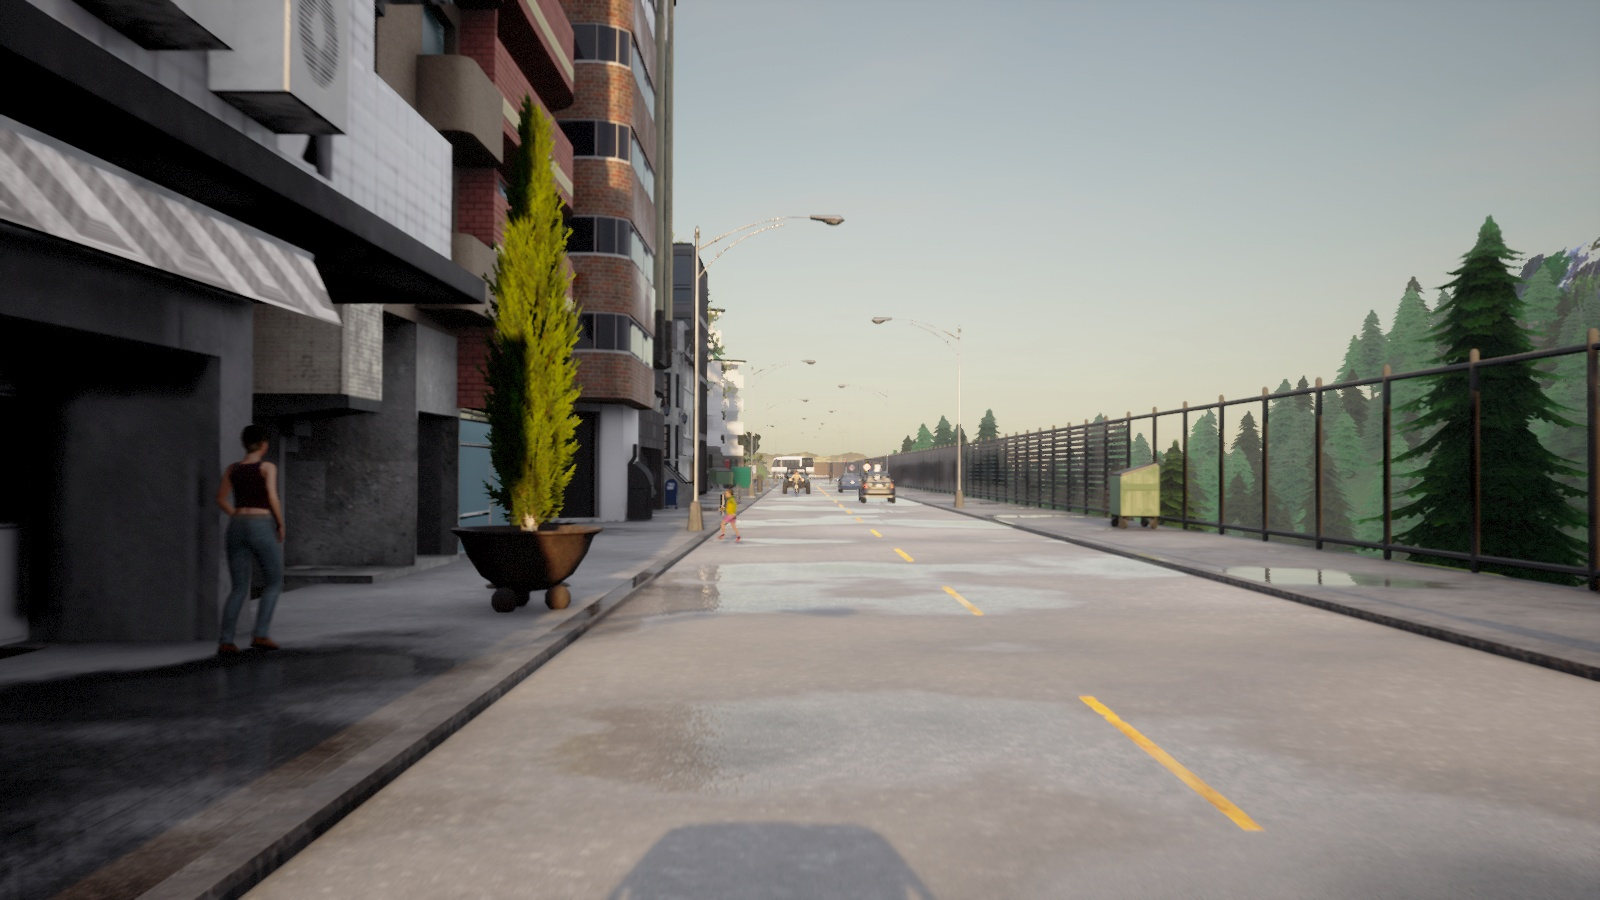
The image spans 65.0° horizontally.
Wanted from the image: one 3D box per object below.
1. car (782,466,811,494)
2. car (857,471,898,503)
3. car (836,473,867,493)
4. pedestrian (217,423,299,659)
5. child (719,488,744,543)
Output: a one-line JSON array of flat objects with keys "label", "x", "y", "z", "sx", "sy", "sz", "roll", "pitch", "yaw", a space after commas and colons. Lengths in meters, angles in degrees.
[{"label": "car", "x": -0.219, "y": 2.042, "z": 85.438, "sx": 1.905, "sy": 1.878, "sz": 3.866, "roll": 0, "pitch": -1, "yaw": 0}, {"label": "car", "x": 3.838, "y": 1.831, "z": 62.889, "sx": 1.789, "sy": 1.549, "sz": 3.705, "roll": 0, "pitch": -1, "yaw": 0}, {"label": "car", "x": 3.763, "y": 2.396, "z": 92.527, "sx": 2.033, "sy": 1.411, "sz": 5.357, "roll": 0, "pitch": -1, "yaw": 0}, {"label": "pedestrian", "x": -4.335, "y": 0.710, "z": 10.069, "sx": 0.345, "sy": 1.836, "sz": 0.594, "roll": 0, "pitch": -1, "yaw": 8}, {"label": "child", "x": -1.439, "y": 1.372, "z": 26.398, "sx": 0.473, "sy": 1.160, "sz": 0.299, "roll": 0, "pitch": -1, "yaw": 3}]
